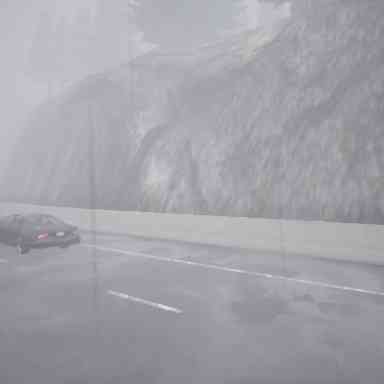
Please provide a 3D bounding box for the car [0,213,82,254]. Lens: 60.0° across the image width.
[{"bbox_3d":[-6.651,1.563,13.586,5.357,1.411,2.033,0,0,40],"label":"car"}]
